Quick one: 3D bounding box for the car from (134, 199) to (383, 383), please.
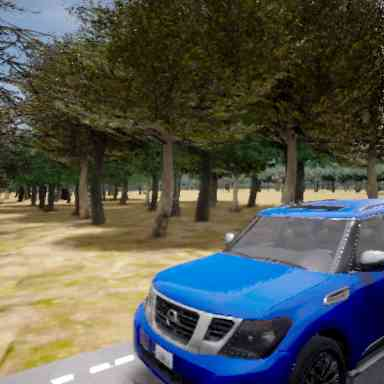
[{"bbox_3d":[1.935,1.183,4.891,5.566,2.045,2.150,-2,0,-36],"label":"car"}]
